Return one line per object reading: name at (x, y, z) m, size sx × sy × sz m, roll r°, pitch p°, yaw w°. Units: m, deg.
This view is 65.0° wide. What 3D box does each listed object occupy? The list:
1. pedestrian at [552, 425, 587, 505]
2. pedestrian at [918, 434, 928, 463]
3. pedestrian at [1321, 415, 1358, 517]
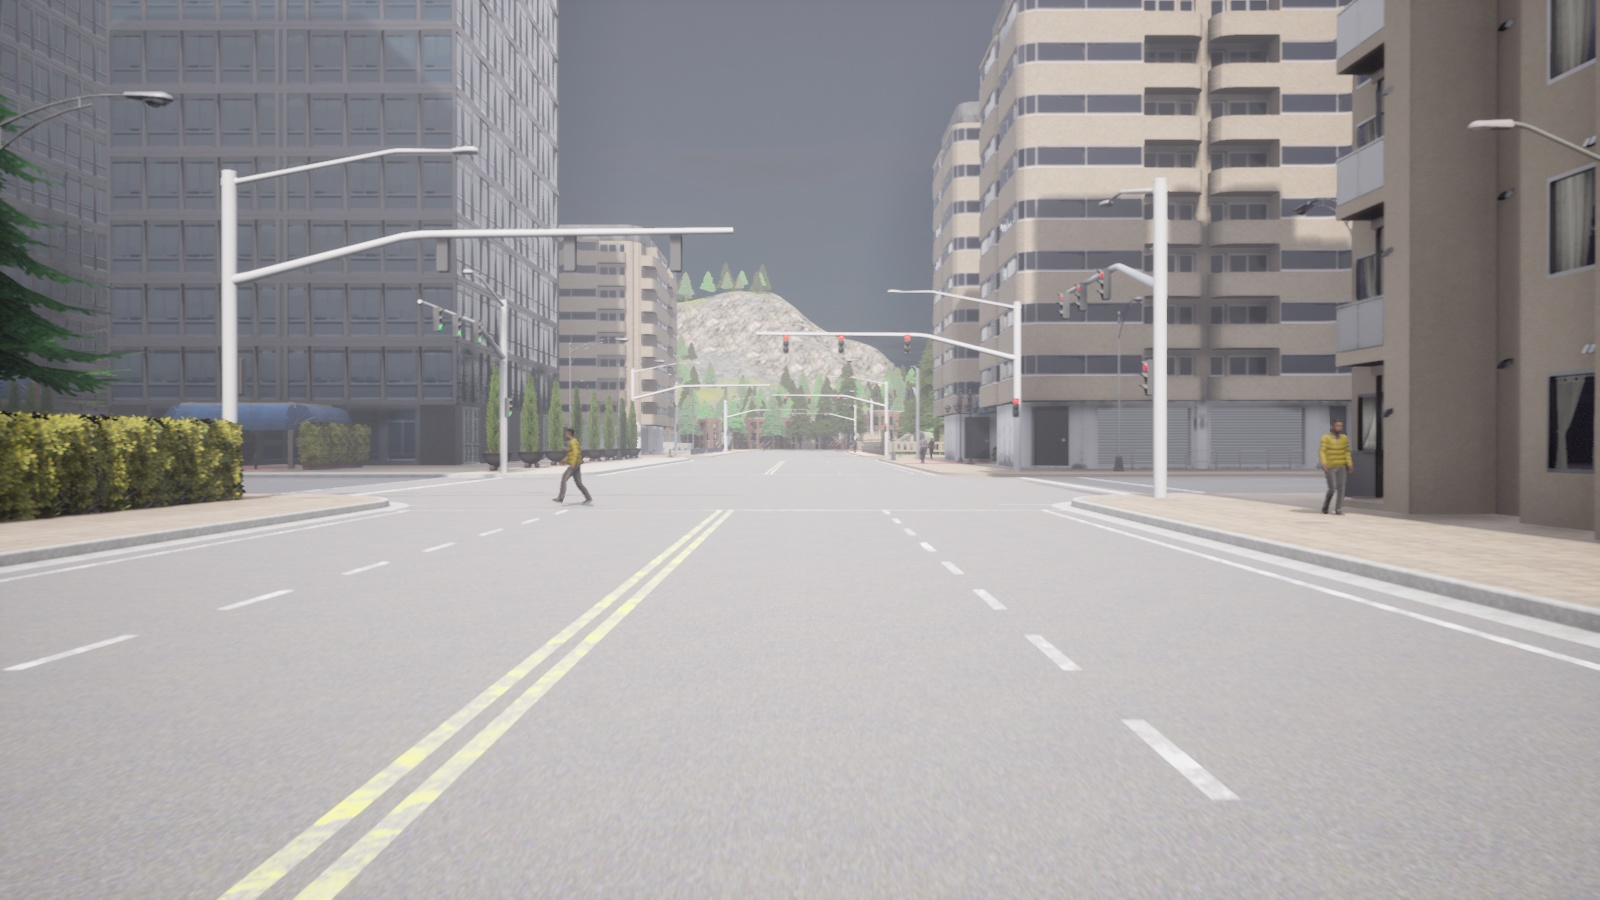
pedestrian at (-5.395, 0.345, 29.389) m, size 0.709 × 1.840 × 0.431 m, roll 0°, pitch 0°, yaw 7°
pedestrian at (7.887, -0.072, 80.413) m, size 0.540 × 1.848 × 0.694 m, roll 0°, pitch 0°, yaw 1°
pedestrian at (9.823, 0.284, 22.883) m, size 0.431 × 1.840 × 0.709 m, roll 0°, pitch 0°, yaw 7°
